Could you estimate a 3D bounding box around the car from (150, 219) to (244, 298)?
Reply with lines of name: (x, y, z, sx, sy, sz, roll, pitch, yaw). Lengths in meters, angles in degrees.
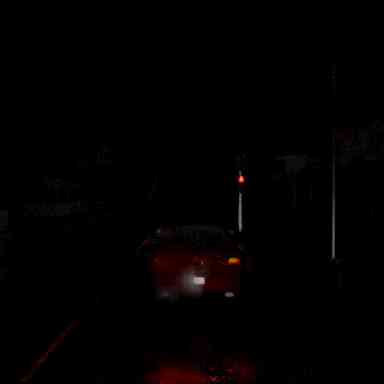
car: (0.100, 1.428, 8.448, 1.882, 1.535, 5.008, 0, 0, 0)
